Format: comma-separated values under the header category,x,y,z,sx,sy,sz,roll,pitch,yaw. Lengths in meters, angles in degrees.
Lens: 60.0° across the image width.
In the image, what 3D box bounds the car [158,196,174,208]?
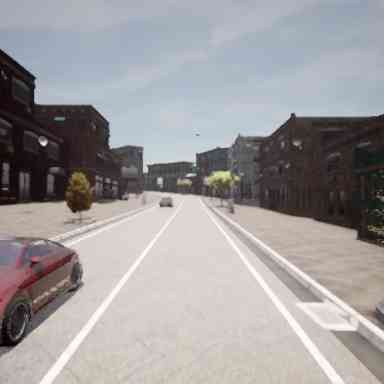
category,x,y,z,sx,sy,sz,roll,pitch,yaw
car,-3.601,1.417,47.016,1.837,1.490,4.892,0,1,0

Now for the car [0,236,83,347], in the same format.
category,x,y,z,sx,sy,sz,roll,pitch,yaw
car,-3.546,1.556,6.134,1.994,1.385,4.181,0,0,0
